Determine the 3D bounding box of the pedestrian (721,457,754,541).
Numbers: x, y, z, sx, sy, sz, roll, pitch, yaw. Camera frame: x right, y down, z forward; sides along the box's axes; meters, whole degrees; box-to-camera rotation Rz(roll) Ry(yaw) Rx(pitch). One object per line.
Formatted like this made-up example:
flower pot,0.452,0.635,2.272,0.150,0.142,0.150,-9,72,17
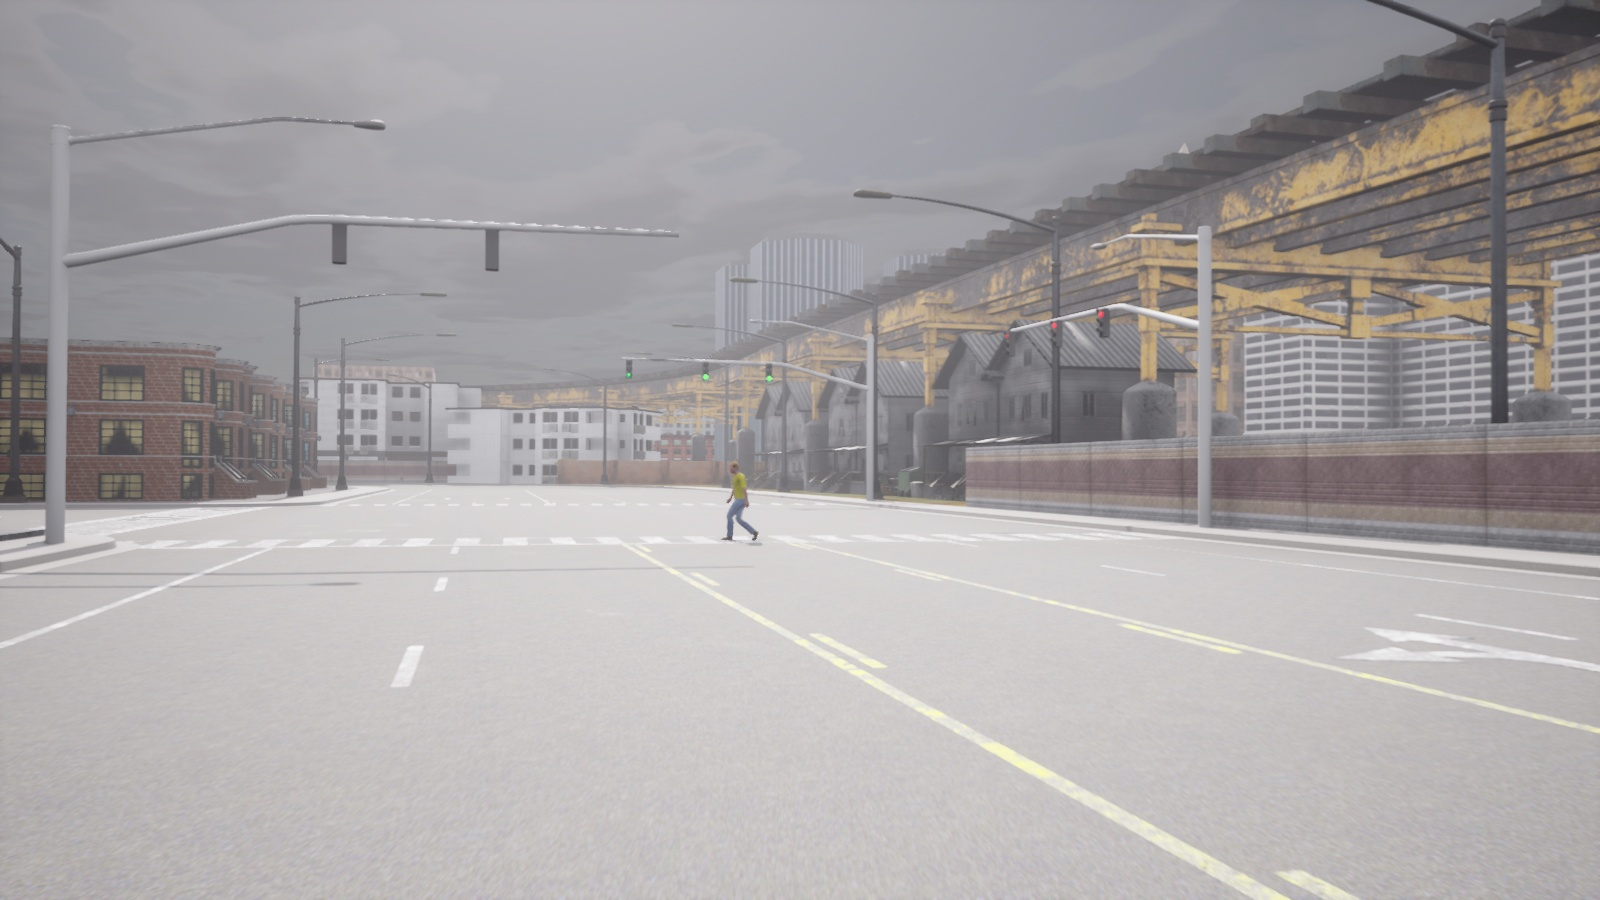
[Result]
pedestrian,-1.375,1.069,27.746,0.706,1.836,0.354,0,-1,-6
